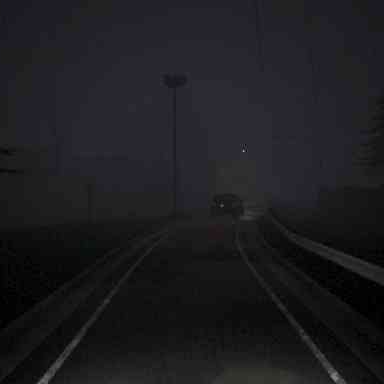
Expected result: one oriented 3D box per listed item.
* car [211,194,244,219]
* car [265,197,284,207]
[{"bbox_3d":[3.176,1.187,29.062,2.150,2.045,5.566,0,0,17],"label":"car"},{"bbox_3d":[12.289,1.467,49.254,1.812,1.442,4.674,0,0,30],"label":"car"}]
